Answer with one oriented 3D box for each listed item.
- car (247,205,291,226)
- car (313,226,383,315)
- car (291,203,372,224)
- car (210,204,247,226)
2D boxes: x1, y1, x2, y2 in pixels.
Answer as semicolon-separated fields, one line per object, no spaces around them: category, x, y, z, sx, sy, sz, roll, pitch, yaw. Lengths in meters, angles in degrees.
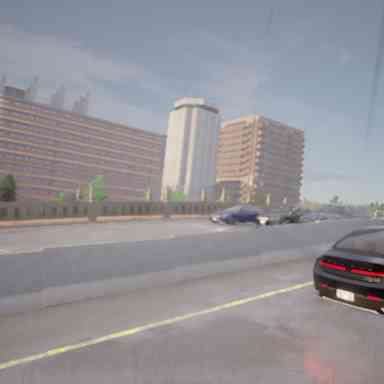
car;6.238;1.614;21.308;4.902;1.511;2.128;3;-1;-35
car;4.546;1.472;6.984;4.892;1.490;1.837;0;0;-35
car;7.887;1.462;18.186;4.553;1.767;2.097;3;-1;-35
car;3.426;1.611;23.605;4.674;1.442;1.812;2;-1;-35
